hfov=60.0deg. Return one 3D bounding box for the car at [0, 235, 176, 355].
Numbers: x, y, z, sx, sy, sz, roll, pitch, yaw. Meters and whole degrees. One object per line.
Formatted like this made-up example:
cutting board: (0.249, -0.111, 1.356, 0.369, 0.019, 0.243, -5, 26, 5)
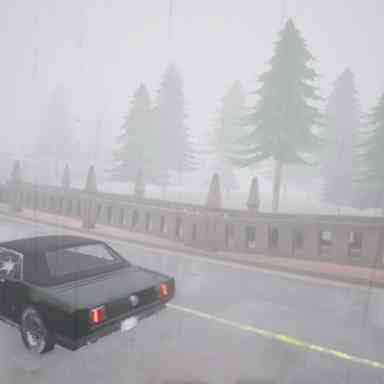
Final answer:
car: (-2.665, 1.441, 5.875, 4.718, 1.301, 1.895, 3, 2, 35)
